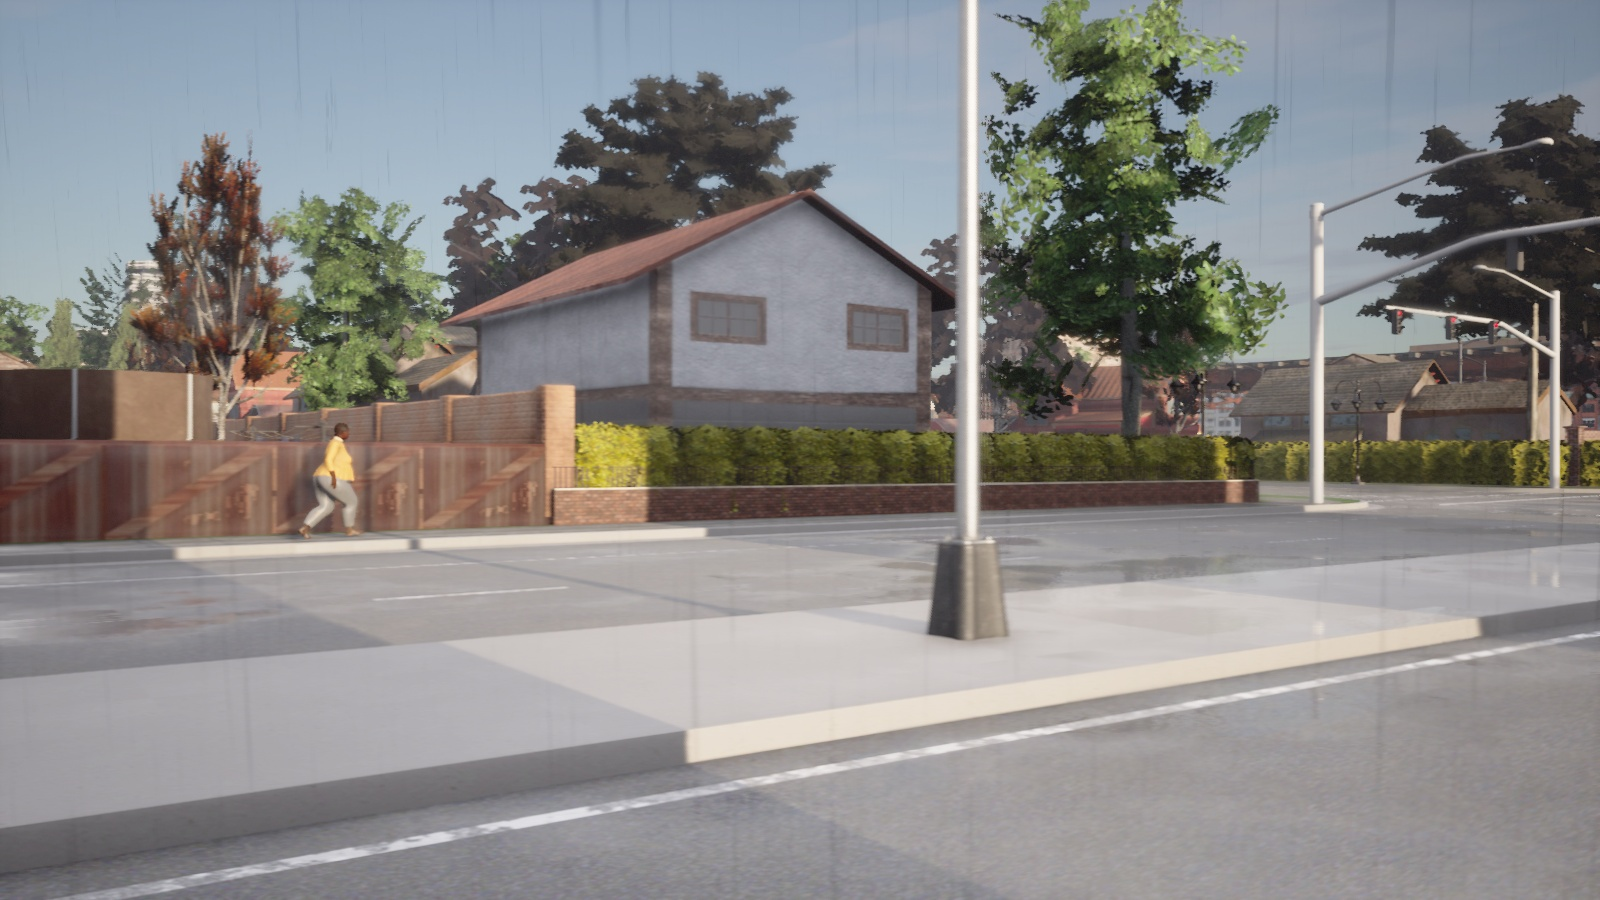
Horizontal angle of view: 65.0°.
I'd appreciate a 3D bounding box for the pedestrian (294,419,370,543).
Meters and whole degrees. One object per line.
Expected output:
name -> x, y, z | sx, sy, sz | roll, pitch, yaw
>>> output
pedestrian -> -7.196, 0.462, 19.308 | 0.900, 1.855, 0.874 | 0, 0, -36
